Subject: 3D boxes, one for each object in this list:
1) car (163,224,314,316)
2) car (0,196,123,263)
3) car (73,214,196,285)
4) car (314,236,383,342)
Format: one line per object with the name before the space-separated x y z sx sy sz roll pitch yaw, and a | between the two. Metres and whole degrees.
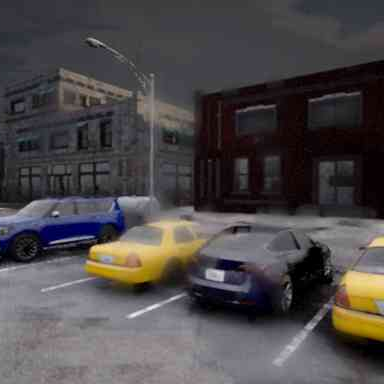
car | 1.755 1.502 7.737 2.163 1.488 4.792 0 0 35
car | -5.017 1.209 12.486 2.435 2.045 5.566 0 0 35
car | -0.402 1.464 9.464 1.946 1.575 5.366 0 0 35
car | 4.091 1.476 6.266 1.946 1.575 5.366 0 0 35
